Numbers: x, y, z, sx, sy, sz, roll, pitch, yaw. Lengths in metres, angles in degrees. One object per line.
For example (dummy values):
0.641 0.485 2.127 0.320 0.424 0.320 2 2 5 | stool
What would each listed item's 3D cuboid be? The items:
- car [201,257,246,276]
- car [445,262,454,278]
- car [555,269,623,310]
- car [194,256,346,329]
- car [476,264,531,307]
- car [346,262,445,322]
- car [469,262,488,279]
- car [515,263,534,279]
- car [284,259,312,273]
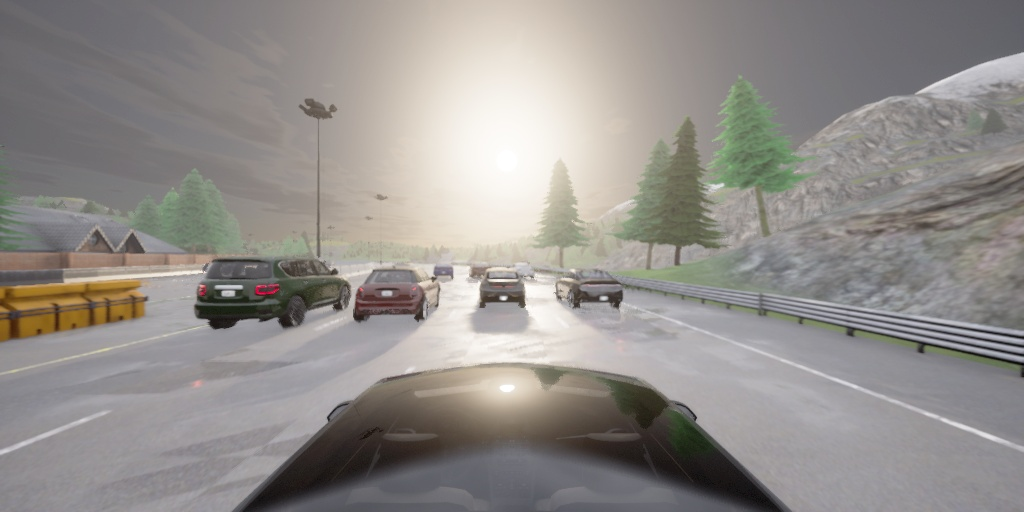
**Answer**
-33.951 1.171 42.478 2.150 2.045 5.566 0 0 -16 | car
-6.694 1.340 34.986 1.882 1.535 5.008 0 0 -11 | car
3.046 1.273 15.031 2.128 1.511 4.902 0 0 -4 | car
-7.208 1.019 11.592 2.150 2.045 5.566 0 0 -3 | car
-0.509 1.298 15.708 1.837 1.490 4.892 0 0 -5 | car
-3.831 1.143 12.751 2.097 1.767 4.553 0 0 -3 | car
-3.138 1.331 34.983 1.882 1.535 5.008 0 0 -11 | car
0.767 1.364 32.995 1.812 1.442 4.674 0 0 -10 | car
-28.089 1.302 47.234 2.097 1.767 4.553 0 0 -17 | car
